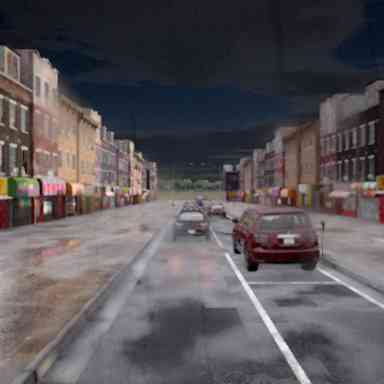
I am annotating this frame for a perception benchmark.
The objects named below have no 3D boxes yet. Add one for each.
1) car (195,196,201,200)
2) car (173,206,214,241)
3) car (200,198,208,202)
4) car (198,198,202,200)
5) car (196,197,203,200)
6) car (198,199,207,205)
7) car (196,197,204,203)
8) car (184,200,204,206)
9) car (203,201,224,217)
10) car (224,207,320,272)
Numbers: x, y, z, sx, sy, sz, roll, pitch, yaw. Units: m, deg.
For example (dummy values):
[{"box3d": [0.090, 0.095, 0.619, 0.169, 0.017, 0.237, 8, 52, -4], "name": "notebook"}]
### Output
[{"box3d": [2.197, 2.106, 66.472, 1.947, 1.339, 4.313, -1, 0, 0], "name": "car"}, {"box3d": [-0.022, 1.668, 17.493, 1.812, 1.442, 4.674, 0, -1, 0], "name": "car"}, {"box3d": [2.338, 1.883, 44.514, 1.752, 1.417, 4.829, -1, 0, 0], "name": "car"}, {"box3d": [2.304, 1.953, 49.876, 2.008, 1.369, 4.403, -1, 0, 0], "name": "car"}, {"box3d": [2.233, 2.060, 60.940, 1.947, 1.339, 4.313, -1, 0, 0], "name": "car"}, {"box3d": [2.162, 2.168, 72.005, 1.802, 1.307, 4.206, -1, 0, 0], "name": "car"}, {"box3d": [2.051, 2.166, 88.602, 1.967, 1.590, 4.097, -1, 0, 0], "name": "car"}, {"box3d": [-0.126, 1.833, 35.317, 2.033, 1.411, 5.357, 0, -1, 0], "name": "car"}, {"box3d": [2.412, 1.848, 33.279, 1.802, 1.307, 4.206, -1, 0, 0], "name": "car"}, {"box3d": [2.549, 1.402, 11.153, 2.192, 1.841, 5.009, -1, 0, 0], "name": "car"}]
